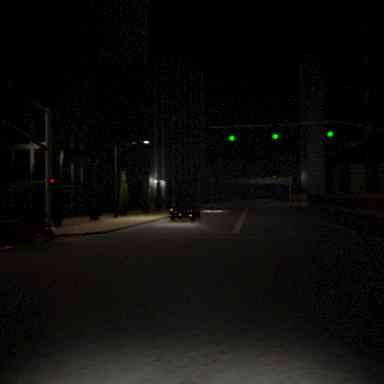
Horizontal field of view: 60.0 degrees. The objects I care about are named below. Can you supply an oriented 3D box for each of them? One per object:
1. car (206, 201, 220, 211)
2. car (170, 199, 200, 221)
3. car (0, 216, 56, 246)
[{"bbox_3d":[3.421,2.243,53.635,1.812,1.442,4.674,-1,-1,10],"label":"car"},{"bbox_3d":[-0.558,1.686,32.144,2.150,2.045,5.566,-1,-1,10],"label":"car"},{"bbox_3d":[-8.706,1.838,15.789,4.181,1.385,1.994,0,0,-20],"label":"car"}]
